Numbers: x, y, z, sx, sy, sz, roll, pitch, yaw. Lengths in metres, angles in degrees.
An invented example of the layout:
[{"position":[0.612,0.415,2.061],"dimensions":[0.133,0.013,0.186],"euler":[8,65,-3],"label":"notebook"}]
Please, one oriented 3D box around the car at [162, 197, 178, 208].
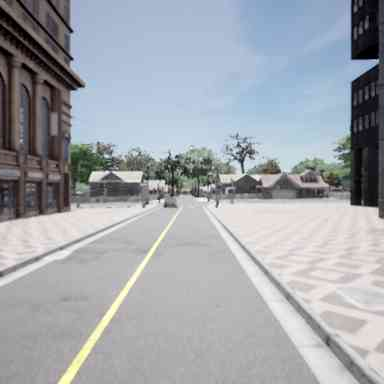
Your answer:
[{"position":[-3.013,1.477,47.026],"dimensions":[1.837,1.490,4.892],"euler":[0,-1,0],"label":"car"}]
